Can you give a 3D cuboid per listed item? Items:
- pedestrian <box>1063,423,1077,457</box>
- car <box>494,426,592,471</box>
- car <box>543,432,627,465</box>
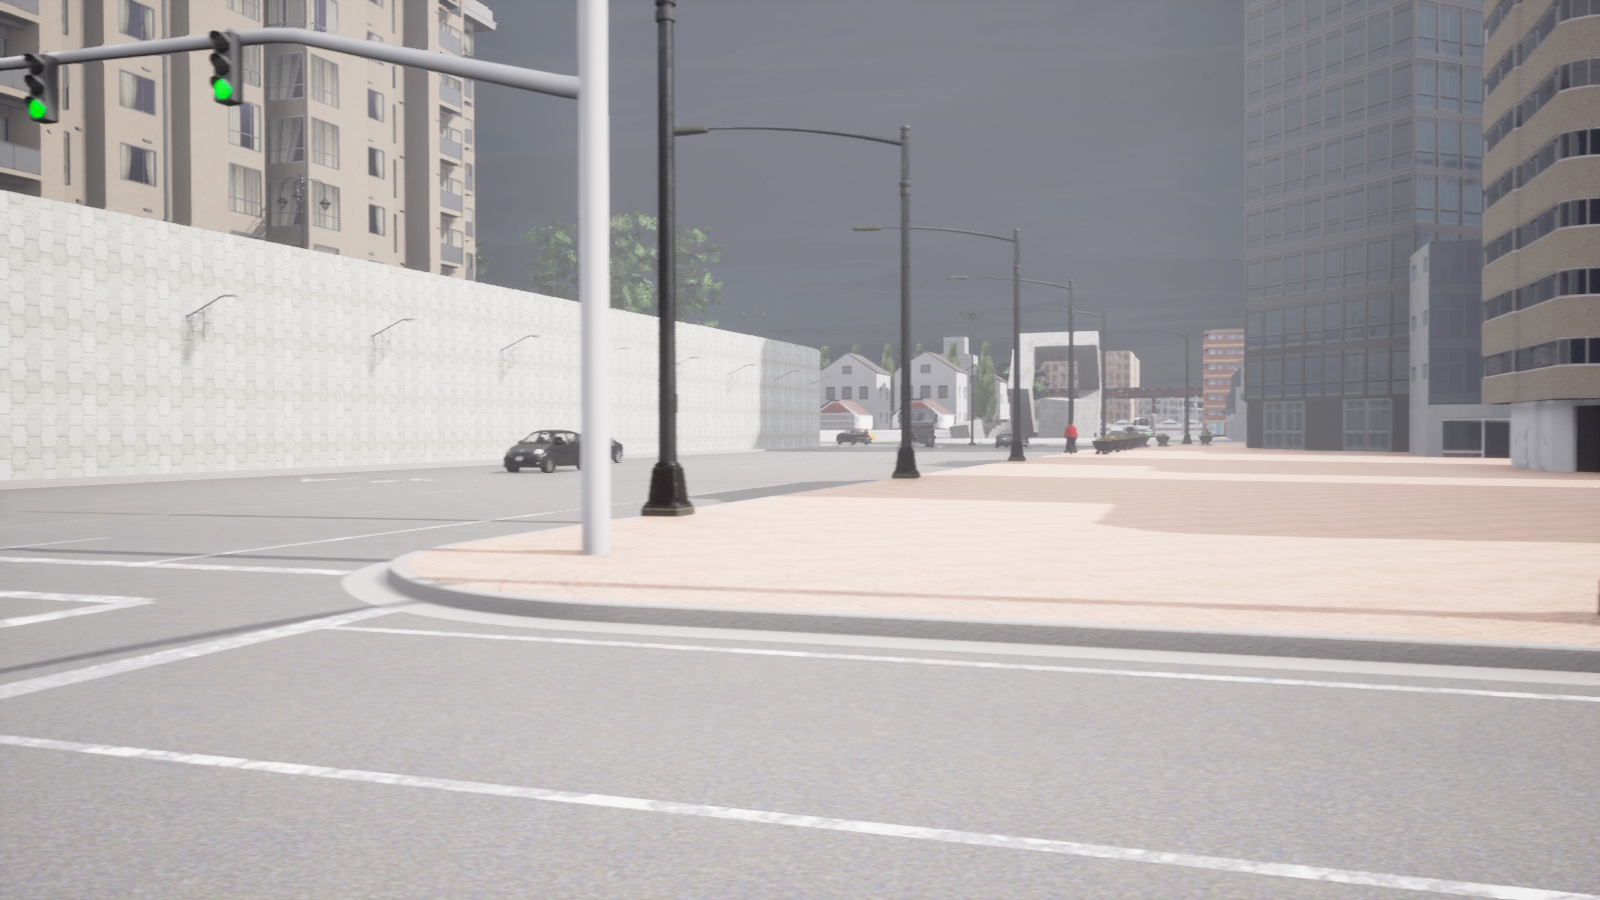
[{"bbox_3d":[14.656,-0.556,68.189,0.634,1.844,0.899,0,1,17],"label":"pedestrian"},{"bbox_3d":[-9.684,-0.074,47.596,1.851,1.617,3.988,1,1,19],"label":"car"},{"bbox_3d":[-9.838,-0.113,57.930,1.812,1.442,4.674,1,1,19],"label":"car"}]
